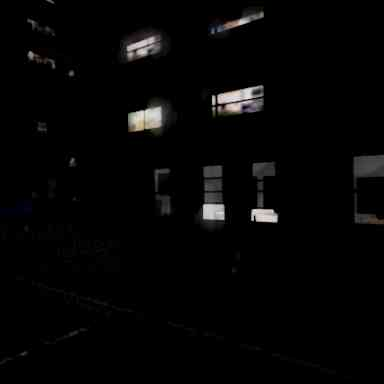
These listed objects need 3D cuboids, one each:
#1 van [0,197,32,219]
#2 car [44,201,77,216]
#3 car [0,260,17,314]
[{"bbox_3d":[-14.829,1.282,26.244,1.690,1.788,3.998,0,0,35],"label":"van"},{"bbox_3d":[-11.573,1.488,30.851,1.802,1.307,4.206,0,0,35],"label":"car"},{"bbox_3d":[-5.012,1.563,6.314,4.313,1.339,1.947,0,-1,36],"label":"car"}]
